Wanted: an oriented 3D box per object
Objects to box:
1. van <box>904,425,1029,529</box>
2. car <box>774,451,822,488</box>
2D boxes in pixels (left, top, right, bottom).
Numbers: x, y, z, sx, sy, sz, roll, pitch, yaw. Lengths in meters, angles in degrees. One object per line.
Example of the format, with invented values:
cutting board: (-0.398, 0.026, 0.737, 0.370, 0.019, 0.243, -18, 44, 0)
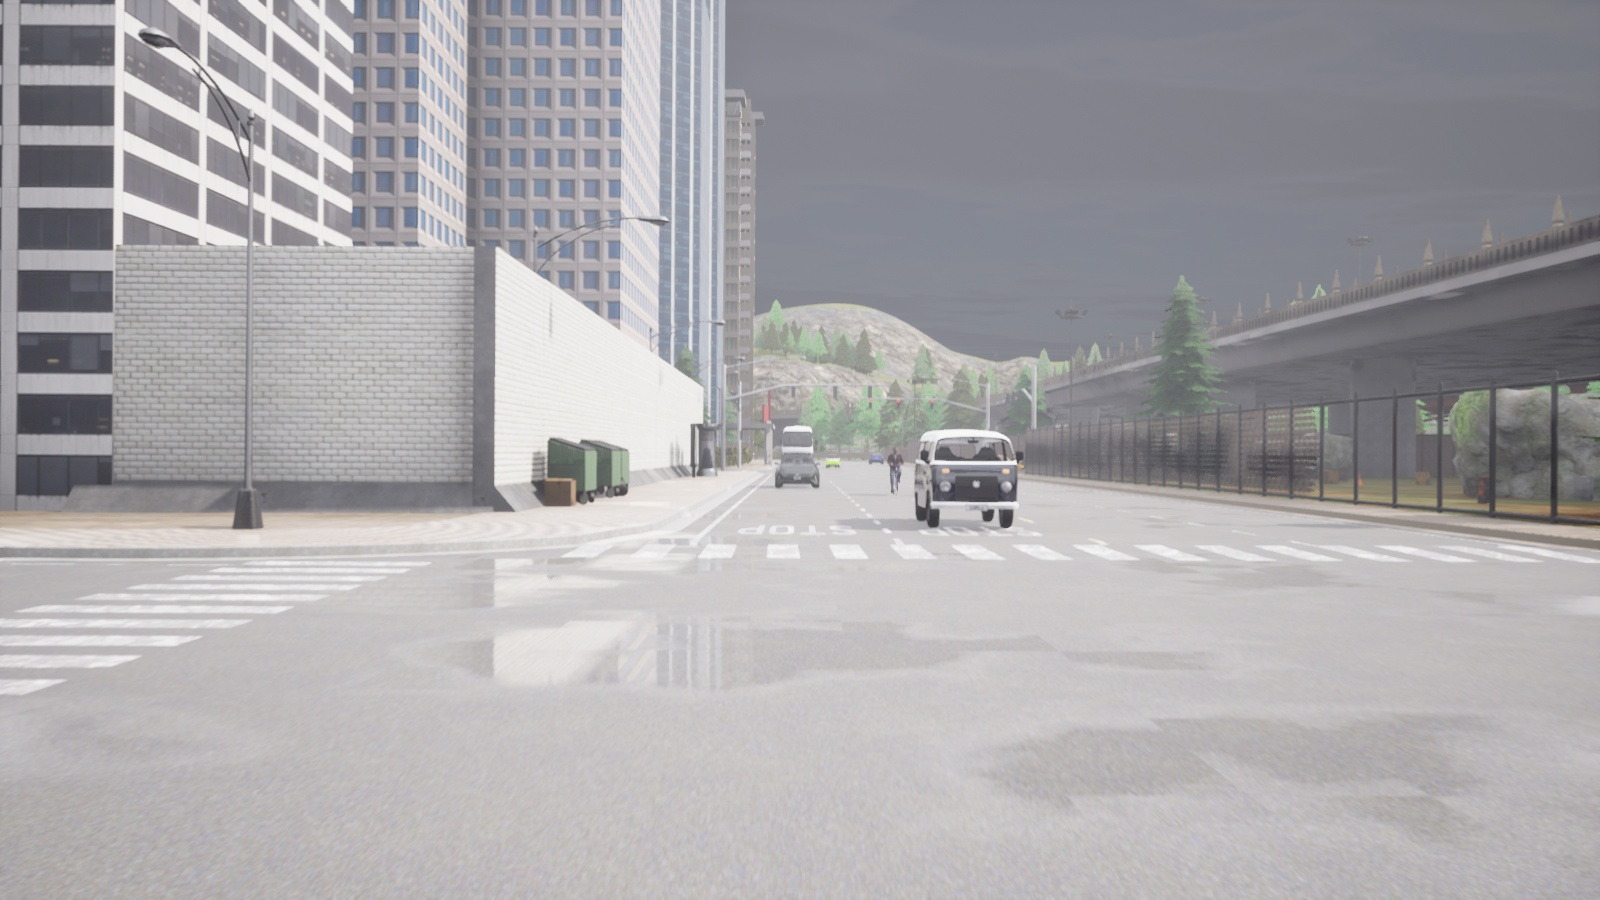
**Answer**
van: (3.450, 0.537, 26.812, 2.069, 2.038, 4.480, 0, 0, 0)
car: (-0.104, 0.814, 54.814, 2.007, 1.525, 4.514, 0, 0, 0)
